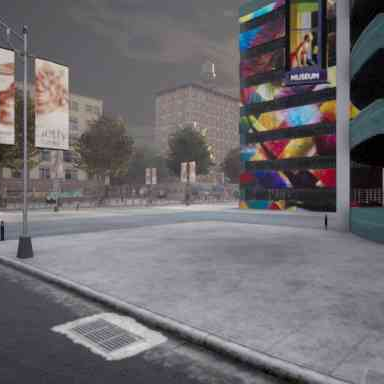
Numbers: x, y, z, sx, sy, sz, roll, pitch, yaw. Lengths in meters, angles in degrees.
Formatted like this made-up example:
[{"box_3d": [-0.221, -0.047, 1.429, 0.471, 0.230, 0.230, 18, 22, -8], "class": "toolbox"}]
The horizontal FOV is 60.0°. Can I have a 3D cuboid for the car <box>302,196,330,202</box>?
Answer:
[{"box_3d": [14.241, 1.320, 39.318, 2.002, 1.452, 4.674, 0, 0, 43], "class": "car"}]

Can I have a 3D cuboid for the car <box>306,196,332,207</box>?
[{"box_3d": [19.548, 1.413, 51.047, 2.161, 1.482, 4.786, 0, 0, 43], "class": "car"}]
